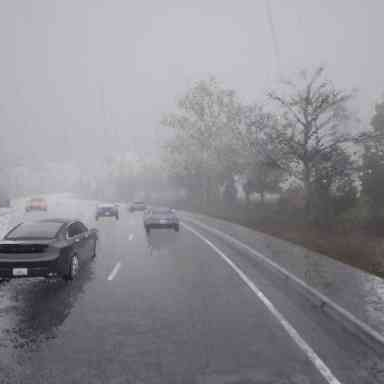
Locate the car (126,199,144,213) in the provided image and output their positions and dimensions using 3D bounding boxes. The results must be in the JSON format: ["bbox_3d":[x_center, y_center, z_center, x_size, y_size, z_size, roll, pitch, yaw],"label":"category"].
[{"bbox_3d":[-6.341,1.521,37.623,2.128,1.511,4.902,0,0,-18],"label":"car"}]

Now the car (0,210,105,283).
[{"bbox_3d":[-4.017,1.520,9.806,1.837,1.490,4.892,0,0,-5],"label":"car"}]

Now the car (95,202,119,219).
[{"bbox_3d":[-7.320,1.552,28.703,1.812,1.442,4.674,0,0,-14],"label":"car"}]

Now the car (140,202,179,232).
[{"bbox_3d":[-1.958,1.577,20.456,1.994,1.385,4.181,0,0,-10],"label":"car"}]

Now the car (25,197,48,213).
[{"bbox_3d":[-17.807,1.395,38.327,2.097,1.767,4.553,0,0,-20],"label":"car"}]
